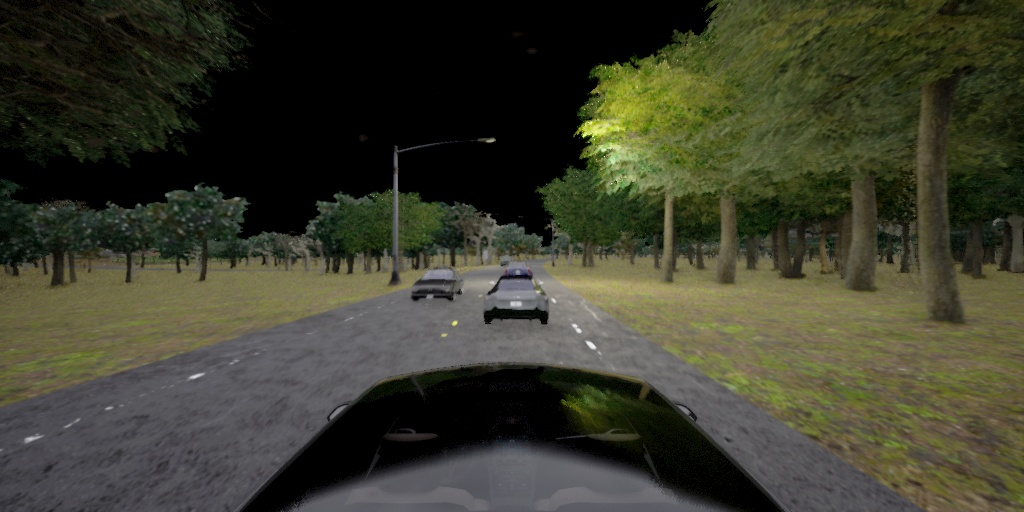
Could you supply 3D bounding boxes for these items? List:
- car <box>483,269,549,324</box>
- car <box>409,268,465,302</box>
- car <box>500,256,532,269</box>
[{"bbox_3d":[0.151,1.317,12.057,1.994,1.385,4.181,0,0,1],"label":"car"},{"bbox_3d":[-3.392,1.301,17.278,2.033,1.411,5.357,0,0,-1],"label":"car"},{"bbox_3d":[0.475,1.113,27.363,2.097,1.767,4.553,0,0,2],"label":"car"}]
